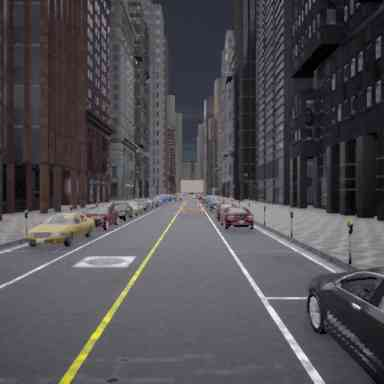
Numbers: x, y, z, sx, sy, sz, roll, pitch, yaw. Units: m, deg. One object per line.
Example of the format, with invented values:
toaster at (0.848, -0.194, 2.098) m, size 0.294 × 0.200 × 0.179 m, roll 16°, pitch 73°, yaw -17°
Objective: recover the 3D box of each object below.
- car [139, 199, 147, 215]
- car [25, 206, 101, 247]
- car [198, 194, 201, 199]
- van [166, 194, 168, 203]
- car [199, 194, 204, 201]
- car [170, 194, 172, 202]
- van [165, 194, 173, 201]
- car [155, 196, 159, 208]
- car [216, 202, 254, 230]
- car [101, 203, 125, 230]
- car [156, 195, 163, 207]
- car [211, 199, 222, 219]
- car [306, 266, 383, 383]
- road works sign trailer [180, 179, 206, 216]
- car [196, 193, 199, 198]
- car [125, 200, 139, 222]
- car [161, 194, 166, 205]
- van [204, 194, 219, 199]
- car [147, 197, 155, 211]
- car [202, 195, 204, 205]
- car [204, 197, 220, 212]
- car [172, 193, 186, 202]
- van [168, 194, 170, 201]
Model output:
car at (-5.764, 1.527, 31.954) m, size 1.752 × 1.417 × 4.829 m, roll 0°, pitch 0°, yaw 0°
car at (-5.764, 1.525, 15.045) m, size 1.752 × 1.417 × 4.829 m, roll 0°, pitch 0°, yaw 0°
car at (2.761, 1.579, 71.595) m, size 1.887 × 1.381 × 4.507 m, roll 0°, pitch 0°, yaw 0°
van at (-5.765, 1.363, 60.308) m, size 1.690 × 1.788 × 3.998 m, roll 0°, pitch 0°, yaw 0°
car at (2.761, 1.572, 60.323) m, size 2.008 × 1.369 × 4.403 m, roll 0°, pitch 0°, yaw 0°
car at (-5.765, 1.357, 77.217) m, size 2.192 × 1.841 × 5.009 m, roll 0°, pitch 0°, yaw 0°
van at (-5.765, 1.391, 82.853) m, size 1.690 × 1.788 × 3.998 m, roll 0°, pitch 0°, yaw 0°
car at (-5.764, 1.589, 43.398) m, size 1.802 × 1.307 × 4.206 m, roll 0°, pitch 0°, yaw 0°
car at (2.761, 1.544, 20.869) m, size 1.887 × 1.381 × 4.507 m, roll 0°, pitch 0°, yaw 0°
car at (-5.764, 1.544, 20.852) m, size 1.887 × 1.381 × 4.507 m, roll 0°, pitch 0°, yaw 0°
car at (-5.764, 1.577, 49.034) m, size 1.947 × 1.339 × 4.313 m, roll 0°, pitch 0°, yaw 0°
car at (2.761, 1.545, 26.506) m, size 1.887 × 1.381 × 4.507 m, roll 0°, pitch 0°, yaw 0°
car at (2.761, 1.550, 3.962) m, size 2.008 × 1.369 × 4.403 m, roll 0°, pitch 0°, yaw 0°
road works sign trailer at (0.000, 0.466, 33.163) m, size 2.380 × 3.560 × 2.880 m, roll 0°, pitch 0°, yaw 0°
car at (2.760, 1.364, 82.868) m, size 2.192 × 1.841 × 5.009 m, roll 0°, pitch 0°, yaw 0°
car at (-5.764, 1.566, 26.488) m, size 1.947 × 1.339 × 4.313 m, roll 0°, pitch 0°, yaw 0°
car at (-5.764, 1.456, 54.671) m, size 1.967 × 1.590 × 4.097 m, roll 0°, pitch 0°, yaw 0°
van at (2.761, 1.348, 43.414) m, size 1.690 × 1.788 × 3.998 m, roll 0°, pitch 0°, yaw 0°
car at (-5.764, 1.570, 37.761) m, size 1.947 × 1.339 × 4.313 m, roll 0°, pitch 0°, yaw 0°
car at (2.761, 1.562, 49.051) m, size 2.008 × 1.369 × 4.403 m, roll 0°, pitch 0°, yaw 0°
car at (2.761, 1.554, 37.778) m, size 2.008 × 1.369 × 4.403 m, roll 0°, pitch 0°, yaw 0°
car at (-3.000, 1.499, 75.955) m, size 1.837 × 1.490 × 4.892 m, roll 0°, pitch 0°, yaw 0°
van at (-5.765, 1.369, 65.944) m, size 1.690 × 1.788 × 3.998 m, roll 0°, pitch 0°, yaw 0°
